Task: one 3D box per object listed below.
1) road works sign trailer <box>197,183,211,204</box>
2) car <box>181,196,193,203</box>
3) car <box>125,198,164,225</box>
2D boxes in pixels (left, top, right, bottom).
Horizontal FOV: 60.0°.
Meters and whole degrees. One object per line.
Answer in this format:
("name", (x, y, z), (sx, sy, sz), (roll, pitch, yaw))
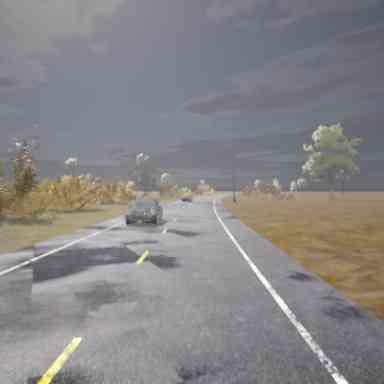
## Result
("road works sign trailer", (2.187, 0.253, 60.182), (2.380, 3.560, 2.880), (0, 0, 4))
("car", (-0.977, 1.371, 64.729), (1.895, 1.301, 4.718), (0, 0, 5))
("car", (-3.234, 1.272, 23.183), (2.097, 1.767, 4.553), (0, 0, 2))
